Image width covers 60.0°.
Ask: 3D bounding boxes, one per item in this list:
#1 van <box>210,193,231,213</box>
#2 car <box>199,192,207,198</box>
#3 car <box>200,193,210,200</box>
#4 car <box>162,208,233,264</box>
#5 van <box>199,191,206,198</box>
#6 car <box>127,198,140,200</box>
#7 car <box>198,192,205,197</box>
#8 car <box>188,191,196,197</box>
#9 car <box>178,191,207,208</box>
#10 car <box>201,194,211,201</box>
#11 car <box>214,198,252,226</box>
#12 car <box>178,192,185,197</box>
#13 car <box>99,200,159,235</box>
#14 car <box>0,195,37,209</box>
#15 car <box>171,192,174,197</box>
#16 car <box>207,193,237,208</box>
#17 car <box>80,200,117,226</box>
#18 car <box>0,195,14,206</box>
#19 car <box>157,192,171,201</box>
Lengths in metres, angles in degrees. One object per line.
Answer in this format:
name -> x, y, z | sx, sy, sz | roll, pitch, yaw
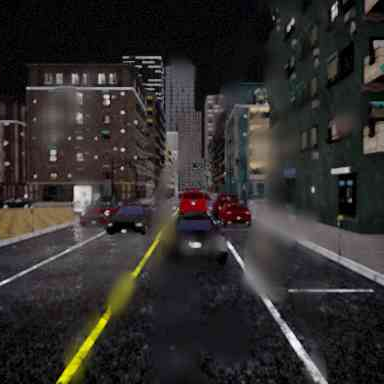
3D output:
van -> 2.675, 1.034, 32.360 | 1.690, 1.788, 3.998 | 0, 1, 0
car -> 2.666, 0.801, 81.325 | 1.887, 1.381, 4.507 | 0, 0, 0
car -> 2.669, 0.917, 70.279 | 1.947, 1.339, 4.313 | 0, 0, 0
car -> 0.091, 1.452, 11.410 | 1.994, 1.385, 4.181 | 0, 1, 0
van -> 2.663, 0.550, 86.846 | 1.690, 1.788, 3.998 | 0, 0, 0
car -> -5.704, 1.275, 32.362 | 1.802, 1.307, 4.206 | 0, 1, 0
car -> 2.664, 0.728, 92.372 | 1.947, 1.339, 4.313 | 0, 0, 0
car -> -0.020, 0.589, 90.462 | 2.128, 1.511, 4.902 | 0, 0, 0
car -> 0.090, 0.952, 28.200 | 2.150, 2.045, 5.566 | 0, 0, 0
car -> 2.670, 0.982, 64.756 | 1.802, 1.307, 4.206 | 0, 1, 0
car -> 2.679, 1.340, 21.307 | 1.887, 1.381, 4.507 | 0, 1, 0
car -> -3.021, 0.731, 94.828 | 1.895, 1.301, 4.718 | 0, 0, 0
car -> -3.102, 1.375, 17.814 | 2.033, 1.411, 5.357 | 0, 1, 0
car -> -22.412, 1.482, 43.115 | 4.403, 1.369, 2.008 | -1, 2, 0
car -> -5.713, 0.869, 75.813 | 1.947, 1.339, 4.313 | 0, 0, 0
car -> 2.676, 1.059, 26.833 | 2.192, 1.841, 5.009 | 0, 1, 0
car -> -5.702, 1.236, 21.305 | 1.967, 1.590, 4.097 | 0, 1, 0
car -> -30.283, 1.340, 51.692 | 4.097, 1.590, 1.967 | -1, 2, 0
car -> -5.711, 0.966, 64.766 | 1.947, 1.339, 4.313 | 0, 1, 0
